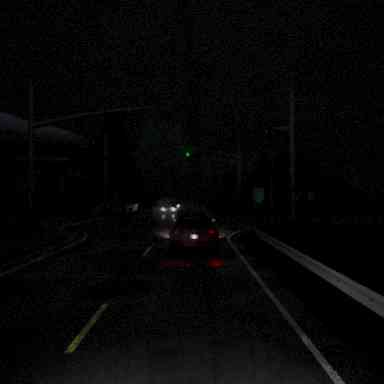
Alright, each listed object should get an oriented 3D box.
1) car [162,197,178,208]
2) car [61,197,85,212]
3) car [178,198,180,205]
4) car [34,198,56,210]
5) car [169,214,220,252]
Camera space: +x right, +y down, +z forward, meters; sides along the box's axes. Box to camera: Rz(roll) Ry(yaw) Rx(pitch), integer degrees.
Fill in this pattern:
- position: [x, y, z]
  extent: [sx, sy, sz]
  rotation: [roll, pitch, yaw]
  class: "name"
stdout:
- position: [-3.568, 1.762, 51.839]
  extent: [1.812, 1.442, 4.674]
  rotation: [0, 0, 0]
  class: "car"
- position: [-14.526, 1.501, 40.972]
  extent: [1.905, 1.878, 3.866]
  rotation: [0, 0, -1]
  class: "car"
- position: [-3.500, 1.785, 67.585]
  extent: [1.882, 1.535, 5.008]
  rotation: [0, 0, 0]
  class: "car"
- position: [-20.233, 1.688, 45.250]
  extent: [2.242, 1.667, 4.611]
  rotation: [0, 0, -1]
  class: "car"
- position: [0.091, 1.629, 14.260]
  extent: [1.994, 1.385, 4.181]
  rotation: [0, 0, 0]
  class: "car"
